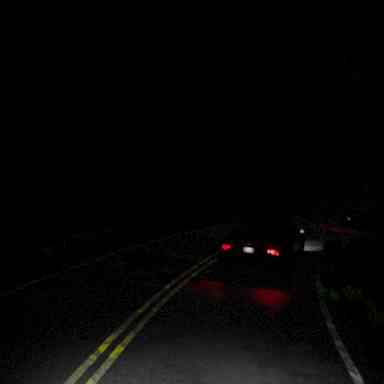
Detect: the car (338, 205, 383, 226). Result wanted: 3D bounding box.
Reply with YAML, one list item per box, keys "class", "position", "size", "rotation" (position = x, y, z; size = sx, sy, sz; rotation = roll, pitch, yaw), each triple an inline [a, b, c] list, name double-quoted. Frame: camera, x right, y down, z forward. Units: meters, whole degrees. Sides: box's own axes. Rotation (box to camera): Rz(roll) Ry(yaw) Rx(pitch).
- class: "car"
  position: [12.211, 1.663, 23.176]
  size: [5.008, 1.535, 1.882]
  rotation: [2, 3, -37]

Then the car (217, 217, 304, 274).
- class: "car"
  position: [2.441, 1.515, 10.701]
  size: [2.033, 1.411, 5.357]
  rotation: [2, 1, 24]
